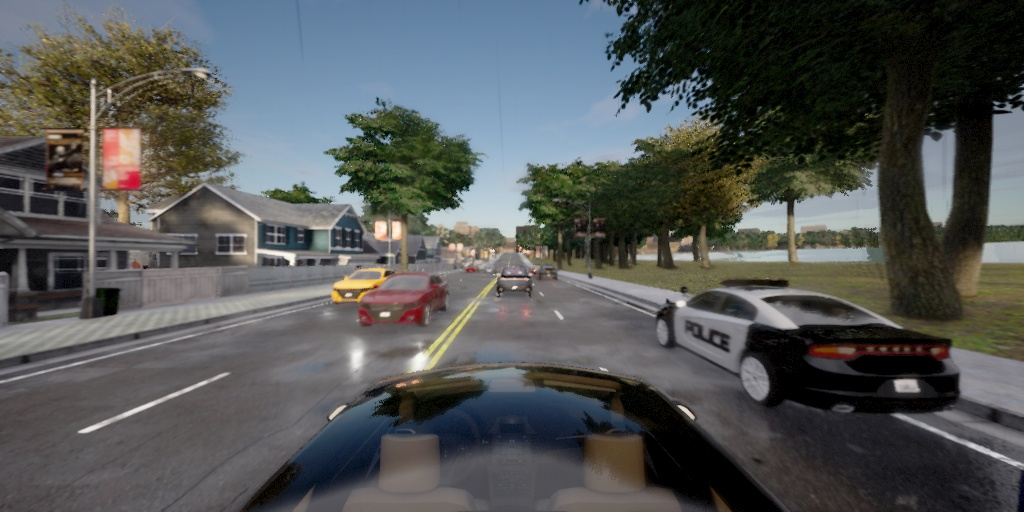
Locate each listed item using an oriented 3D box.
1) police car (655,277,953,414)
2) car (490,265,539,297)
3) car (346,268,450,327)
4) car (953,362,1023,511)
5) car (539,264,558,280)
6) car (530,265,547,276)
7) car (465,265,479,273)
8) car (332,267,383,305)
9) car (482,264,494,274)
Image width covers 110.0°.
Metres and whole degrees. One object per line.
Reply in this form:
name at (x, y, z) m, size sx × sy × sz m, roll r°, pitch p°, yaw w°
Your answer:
police car at (4.228, 1.199, 6.427) m, size 1.930 × 1.638 × 5.238 m, roll 0°, pitch 0°, yaw 0°
car at (0.127, 1.365, 19.861) m, size 2.128 × 1.511 × 4.902 m, roll 0°, pitch -1°, yaw 0°
car at (-3.339, 1.279, 11.930) m, size 1.882 × 1.535 × 5.008 m, roll 0°, pitch 0°, yaw 0°
car at (4.218, 1.101, 0.286) m, size 2.097 × 1.767 × 4.553 m, roll 0°, pitch 0°, yaw 0°
car at (3.380, 1.582, 35.164) m, size 1.837 × 1.490 × 4.892 m, roll 0°, pitch -1°, yaw 0°
car at (3.328, 1.868, 46.003) m, size 1.895 × 1.301 × 4.718 m, roll 0°, pitch -1°, yaw 0°
car at (-6.452, 2.091, 58.493) m, size 1.895 × 1.301 × 4.718 m, roll 0°, pitch -1°, yaw 1°
car at (-6.581, 1.317, 16.940) m, size 1.882 × 1.535 × 5.008 m, roll 0°, pitch 0°, yaw 0°
car at (-3.242, 1.918, 53.239) m, size 1.812 × 1.442 × 4.674 m, roll 0°, pitch -1°, yaw 0°
